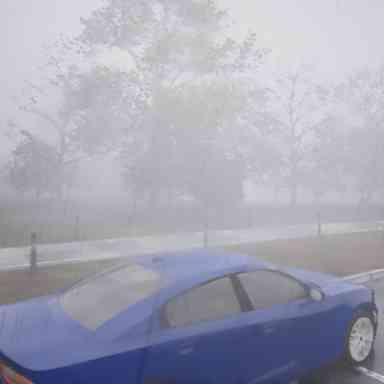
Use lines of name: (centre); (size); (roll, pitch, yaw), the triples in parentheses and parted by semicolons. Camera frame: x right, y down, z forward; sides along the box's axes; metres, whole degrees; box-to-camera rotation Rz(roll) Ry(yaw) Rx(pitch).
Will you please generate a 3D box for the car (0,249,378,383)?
car: (0.322, 1.475, 4.127); (5.008, 1.535, 2.097); (0, 0, -34)
